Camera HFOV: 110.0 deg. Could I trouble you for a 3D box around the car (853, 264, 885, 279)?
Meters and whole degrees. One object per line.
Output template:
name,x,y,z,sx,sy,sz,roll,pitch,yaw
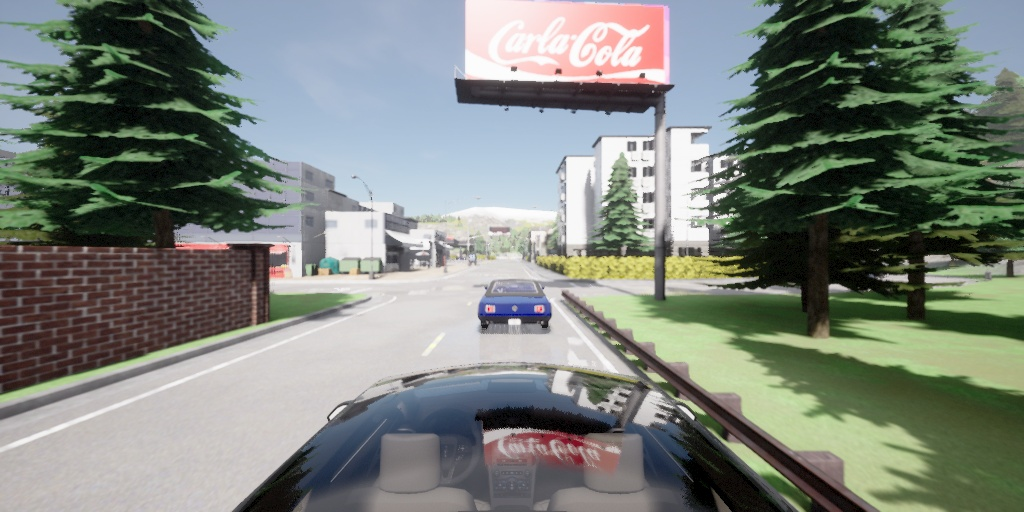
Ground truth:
car,33.233,1.411,33.547,5.357,1.411,2.033,0,0,-36

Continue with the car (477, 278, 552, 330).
car,0.079,1.332,11.056,1.895,1.301,4.718,0,0,0
